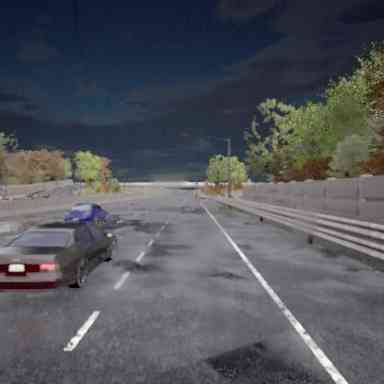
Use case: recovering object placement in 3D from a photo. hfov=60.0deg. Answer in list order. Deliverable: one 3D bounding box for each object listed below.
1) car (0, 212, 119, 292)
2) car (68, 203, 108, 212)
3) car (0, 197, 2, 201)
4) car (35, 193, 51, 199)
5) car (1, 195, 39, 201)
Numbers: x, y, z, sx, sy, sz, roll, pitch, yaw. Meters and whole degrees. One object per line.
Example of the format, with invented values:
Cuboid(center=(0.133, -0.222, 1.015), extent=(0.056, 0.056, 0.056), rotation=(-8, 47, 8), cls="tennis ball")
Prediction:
Cuboid(center=(-3.400, 1.510, 8.959), extent=(2.033, 1.411, 5.357), rotation=(0, 0, 0), cls="car")
Cuboid(center=(-6.902, 1.445, 22.105), extent=(1.812, 1.442, 4.674), rotation=(0, 0, 0), cls="car")
Cuboid(center=(-24.542, 1.352, 41.996), extent=(1.882, 1.535, 5.008), rotation=(0, 0, 1), cls="car")
Cuboid(center=(-28.001, 0.809, 62.123), extent=(2.097, 1.767, 4.553), rotation=(0, 0, 0), cls="car")
Cuboid(center=(-21.034, 1.438, 41.074), extent=(1.994, 1.385, 4.181), rotation=(0, 0, 1), cls="car")
